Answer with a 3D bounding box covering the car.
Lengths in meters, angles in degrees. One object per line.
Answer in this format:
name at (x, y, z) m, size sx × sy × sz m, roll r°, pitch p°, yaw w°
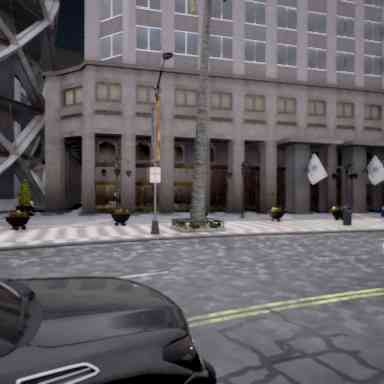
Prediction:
car at (-2.458, 1.217, 1.882) m, size 5.566 × 2.045 × 2.150 m, roll 0°, pitch 0°, yaw -35°
